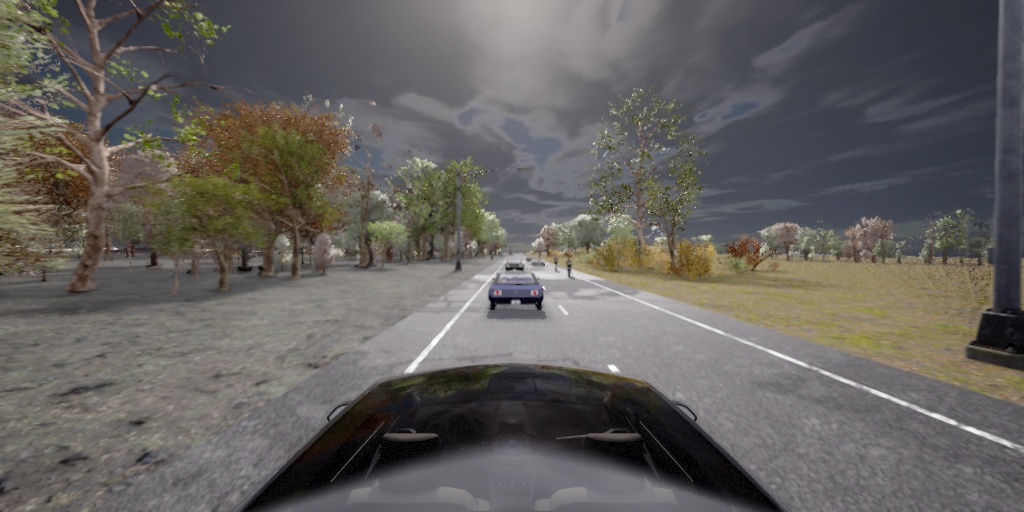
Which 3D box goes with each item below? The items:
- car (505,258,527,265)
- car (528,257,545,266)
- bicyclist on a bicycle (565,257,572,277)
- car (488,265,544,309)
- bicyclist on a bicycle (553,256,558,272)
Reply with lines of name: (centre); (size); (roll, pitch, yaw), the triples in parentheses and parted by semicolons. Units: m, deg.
car: (0.238, 0.973, 36.764); (1.895, 1.301, 4.718); (0, 1, 0)
car: (3.809, 0.802, 53.540); (1.895, 1.301, 4.718); (0, 1, 0)
bicyclist on a bicycle: (4.572, 0.922, 28.704); (0.582, 1.620, 1.656); (0, 0, 0)
car: (0.144, 1.218, 14.018); (1.895, 1.301, 4.718); (0, 1, 0)
bicyclist on a bicycle: (4.609, 0.826, 37.650); (0.582, 1.620, 1.656); (0, 0, 0)
